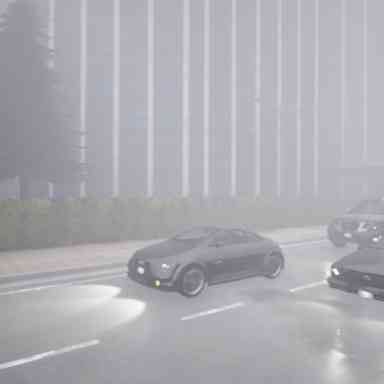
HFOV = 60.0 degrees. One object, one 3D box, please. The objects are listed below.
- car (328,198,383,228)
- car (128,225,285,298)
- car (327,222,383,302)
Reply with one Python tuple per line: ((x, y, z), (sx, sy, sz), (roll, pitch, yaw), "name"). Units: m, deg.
((8.101, 1.280, 14.066), (5.566, 2.045, 2.150), (0, 0, -35), "car")
((0.480, 1.582, 8.632), (4.181, 1.385, 1.994), (0, 0, -35), "car")
((5.490, 1.582, 7.906), (5.357, 1.411, 2.033), (0, 0, -35), "car")
